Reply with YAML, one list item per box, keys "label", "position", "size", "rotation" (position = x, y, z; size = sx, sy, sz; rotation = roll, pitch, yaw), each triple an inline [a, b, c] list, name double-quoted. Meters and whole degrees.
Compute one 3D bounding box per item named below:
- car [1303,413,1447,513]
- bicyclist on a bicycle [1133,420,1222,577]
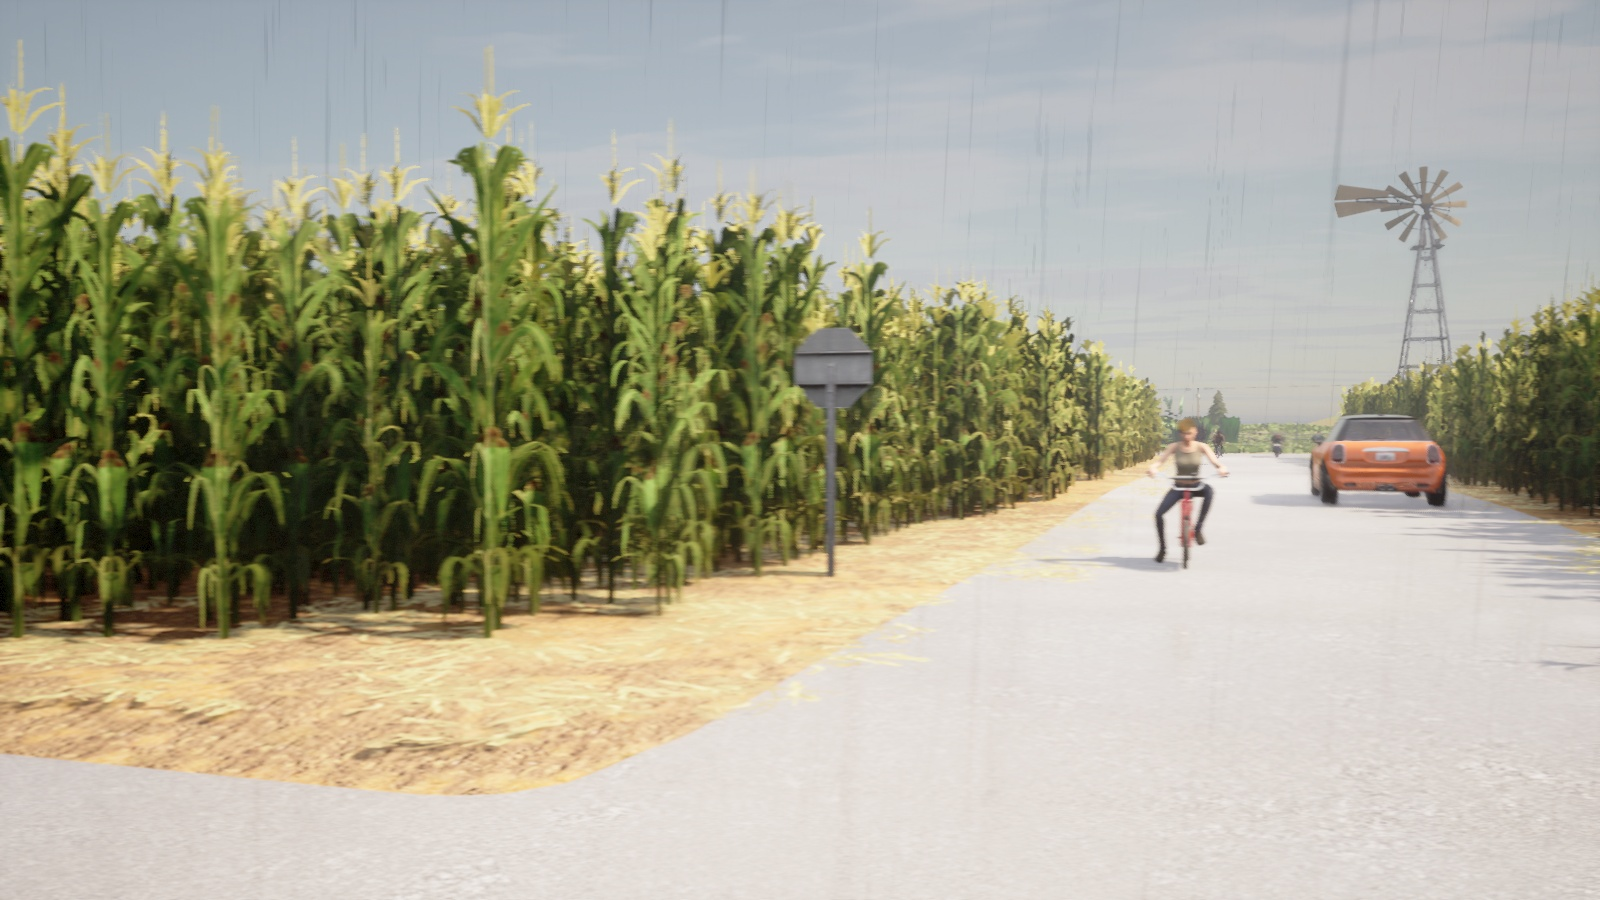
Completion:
- label: "car"
  position: [11.204, 0.182, 24.782]
  size: [2.097, 1.767, 4.553]
  rotation: [1, 1, 19]
- label: "bicyclist on a bicycle"
  position: [4.162, 0.487, 13.769]
  size: [0.866, 1.612, 1.509]
  rotation: [1, 1, 19]
